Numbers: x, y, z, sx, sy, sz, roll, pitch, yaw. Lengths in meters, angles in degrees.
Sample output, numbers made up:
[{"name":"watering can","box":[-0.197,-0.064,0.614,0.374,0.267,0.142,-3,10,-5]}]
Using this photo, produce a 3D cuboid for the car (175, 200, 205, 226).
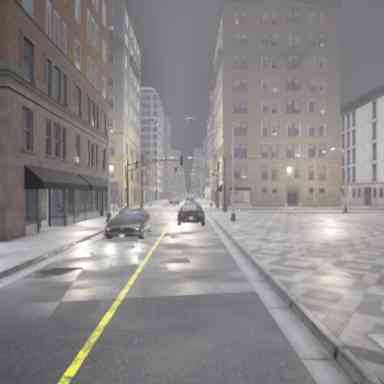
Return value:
[{"name":"car","box":[-0.061,1.578,24.247,1.882,1.535,5.008,0,0,0]}]

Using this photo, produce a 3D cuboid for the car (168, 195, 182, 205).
[{"name":"car","box":[-3.404,1.737,63.282,1.882,1.535,5.008,0,0,0]}]

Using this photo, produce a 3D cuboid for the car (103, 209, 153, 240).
[{"name":"car","box":[-3.195,1.622,17.782,2.033,1.411,5.357,0,0,0]}]

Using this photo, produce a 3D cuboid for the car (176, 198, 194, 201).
[{"name":"car","box":[-0.082,1.690,34.593,2.033,1.411,5.357,0,0,5]}]

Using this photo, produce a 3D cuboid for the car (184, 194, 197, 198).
[{"name":"car","box":[-0.482,1.709,86.449,2.097,1.767,4.553,0,0,0]}]

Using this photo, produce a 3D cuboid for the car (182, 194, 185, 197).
[{"name":"car","box":[-3.443,1.866,79.402,2.033,1.411,5.357,0,0,0]}]
